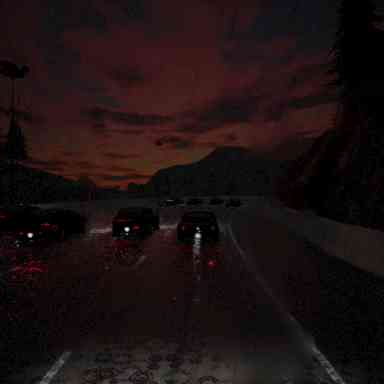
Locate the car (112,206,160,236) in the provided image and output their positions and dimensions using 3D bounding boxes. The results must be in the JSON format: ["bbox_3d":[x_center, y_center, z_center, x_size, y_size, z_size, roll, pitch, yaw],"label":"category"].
[{"bbox_3d":[-2.982,1.540,18.533,1.837,1.490,4.892,-1,0,4],"label":"car"}]

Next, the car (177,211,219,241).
[{"bbox_3d":[0.386,1.632,16.879,1.895,1.301,4.718,0,0,3],"label":"car"}]

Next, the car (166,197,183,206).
[{"bbox_3d":[-2.938,1.598,57.489,2.128,1.511,4.902,0,0,17],"label":"car"}]

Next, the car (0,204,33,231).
[{"bbox_3d":[-9.917,1.516,19.708,1.882,1.535,5.008,0,0,4],"label":"car"}]

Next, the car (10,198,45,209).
[{"bbox_3d":[-23.547,1.597,47.917,1.837,1.490,4.892,0,0,13],"label":"car"}]

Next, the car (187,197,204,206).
[{"bbox_3d":[0.587,1.611,57.121,1.837,1.490,4.892,-1,0,18],"label":"car"}]

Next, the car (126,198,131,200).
[{"bbox_3d":[-11.839,1.773,64.371,1.895,1.301,4.718,0,0,18],"label":"car"}]

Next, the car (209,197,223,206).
[{"bbox_3d":[4.321,1.611,57.365,1.837,1.490,4.892,-1,0,18],"label":"car"}]

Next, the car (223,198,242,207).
[{"bbox_3d":[6.857,1.662,53.496,1.994,1.385,4.181,0,0,17],"label":"car"}]

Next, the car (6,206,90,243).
[{"bbox_3d":[-6.601,1.537,16.290,1.837,1.490,4.892,-1,0,3],"label":"car"}]
